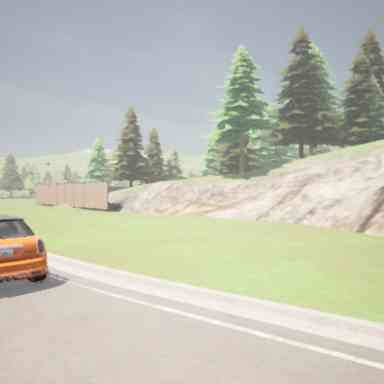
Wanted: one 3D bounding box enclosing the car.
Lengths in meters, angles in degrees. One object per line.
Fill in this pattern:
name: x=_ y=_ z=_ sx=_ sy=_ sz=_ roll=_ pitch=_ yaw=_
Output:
car: x=-5.630 y=1.334 z=8.568 sx=4.553 sy=1.767 sz=2.097 roll=0 pitch=0 yaw=41
